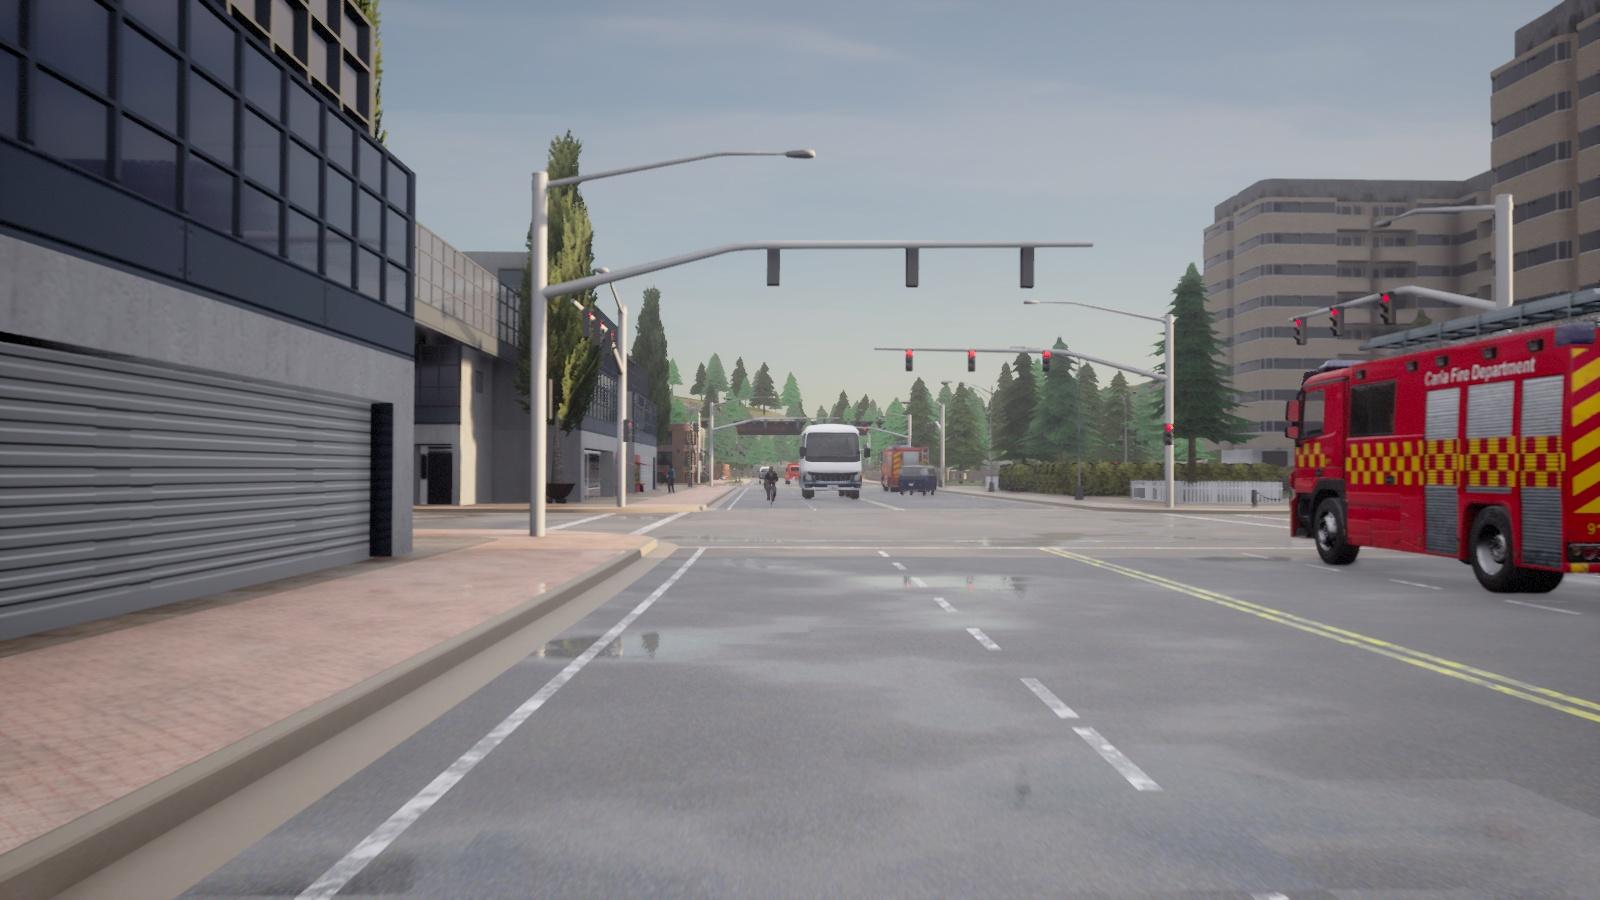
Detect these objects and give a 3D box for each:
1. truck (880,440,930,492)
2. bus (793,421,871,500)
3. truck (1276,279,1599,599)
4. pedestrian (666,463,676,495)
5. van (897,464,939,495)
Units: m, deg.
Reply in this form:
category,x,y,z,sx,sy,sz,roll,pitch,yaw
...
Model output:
category,x,y,z,sx,sy,sz,roll,pitch,yaw
truck,8.035,1.241,96.992,2.891,3.827,8.468,0,-1,-2
bus,1.711,0.660,73.393,3.944,4.253,10.273,0,-1,-2
truck,10.414,-0.069,19.295,2.891,3.827,8.468,0,-1,-1
pedestrian,-7.816,1.779,76.155,0.396,1.930,0.692,0,-1,13
van,7.715,1.902,81.612,1.775,1.987,4.442,0,-1,18
